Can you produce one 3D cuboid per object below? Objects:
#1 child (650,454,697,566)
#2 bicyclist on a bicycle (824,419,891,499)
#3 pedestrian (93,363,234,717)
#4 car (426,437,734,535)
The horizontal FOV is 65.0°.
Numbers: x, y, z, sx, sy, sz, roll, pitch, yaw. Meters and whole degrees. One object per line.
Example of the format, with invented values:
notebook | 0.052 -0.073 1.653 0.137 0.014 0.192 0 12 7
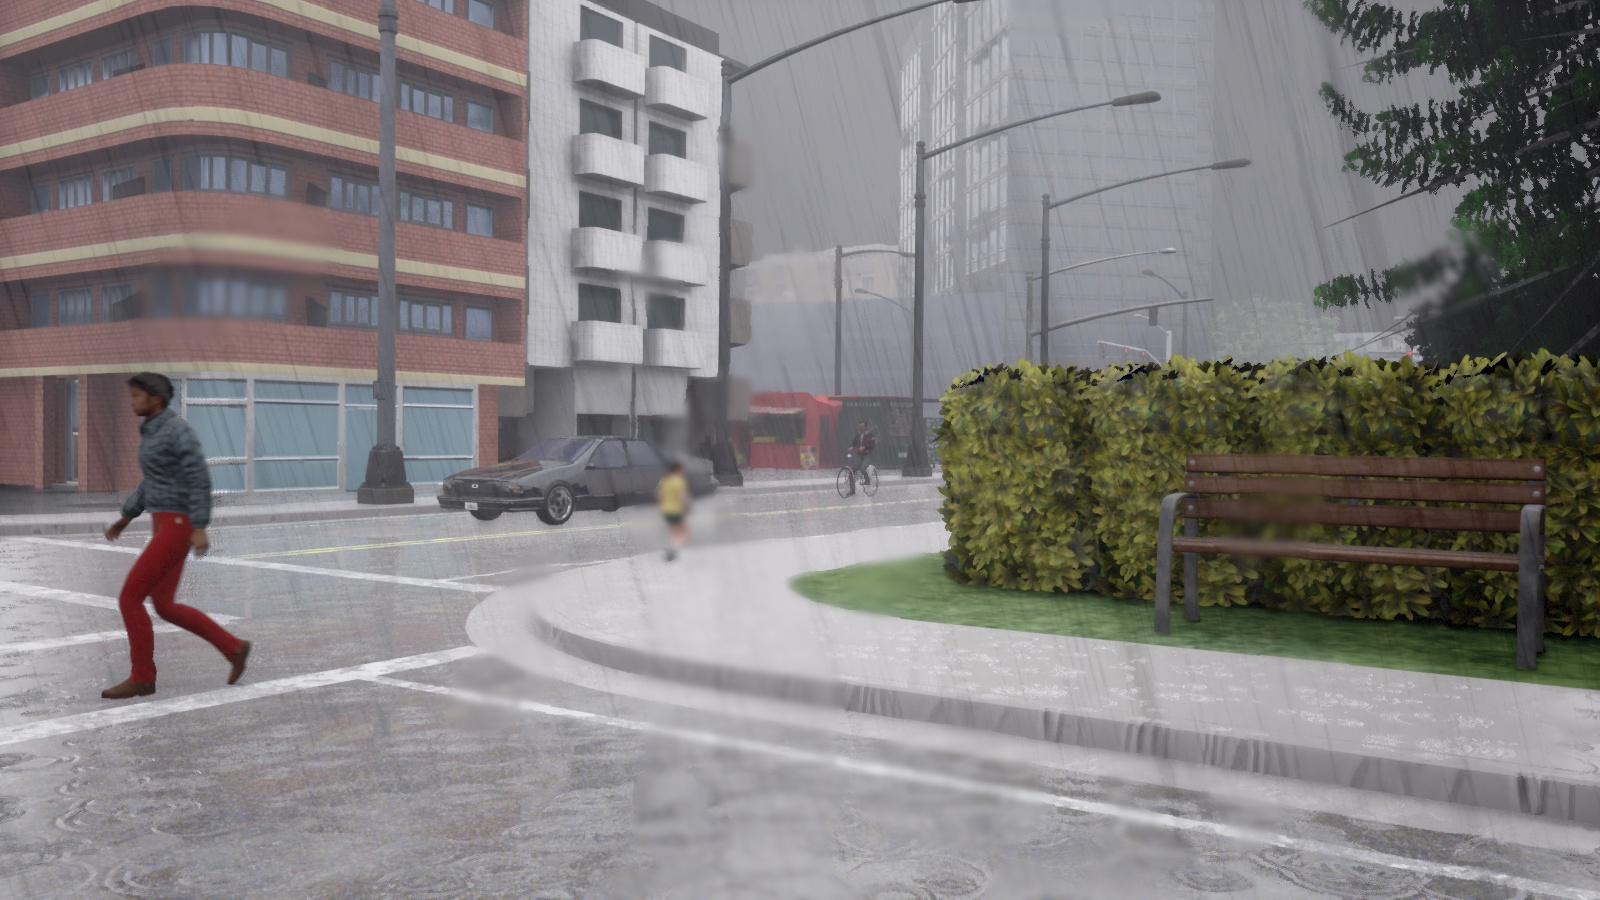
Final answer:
child | -1.282 0.603 12.779 0.255 1.110 0.394 0 1 43
bicyclist on a bicycle | 1.338 0.196 28.807 0.659 1.776 1.843 0 1 34
pedestrian | -3.473 0.464 6.856 0.614 1.847 0.353 -1 1 -36
car | -3.556 0.517 21.508 2.033 1.411 5.357 0 1 34
